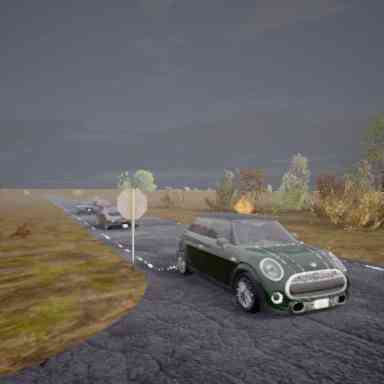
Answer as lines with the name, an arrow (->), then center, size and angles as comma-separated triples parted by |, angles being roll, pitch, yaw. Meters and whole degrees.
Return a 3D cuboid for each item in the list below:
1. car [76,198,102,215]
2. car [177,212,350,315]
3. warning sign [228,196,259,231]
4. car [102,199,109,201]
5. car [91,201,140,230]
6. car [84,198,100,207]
car -> -10.867, 1.585, 34.370 | 1.994, 1.385, 4.181 | 0, 0, -24
car -> 1.328, 1.351, 7.849 | 2.097, 1.767, 4.553 | 0, 0, -25
warning sign -> 2.842, 1.140, 18.308 | 1.300, 1.860, 1.060 | 0, 0, -25
car -> -11.665, 1.603, 43.575 | 1.994, 1.385, 4.181 | 0, 0, -24
car -> -4.891, 1.558, 21.345 | 2.033, 1.411, 5.357 | 0, 0, -25
car -> -15.882, 1.649, 52.625 | 1.895, 1.301, 4.718 | 0, 0, -25
